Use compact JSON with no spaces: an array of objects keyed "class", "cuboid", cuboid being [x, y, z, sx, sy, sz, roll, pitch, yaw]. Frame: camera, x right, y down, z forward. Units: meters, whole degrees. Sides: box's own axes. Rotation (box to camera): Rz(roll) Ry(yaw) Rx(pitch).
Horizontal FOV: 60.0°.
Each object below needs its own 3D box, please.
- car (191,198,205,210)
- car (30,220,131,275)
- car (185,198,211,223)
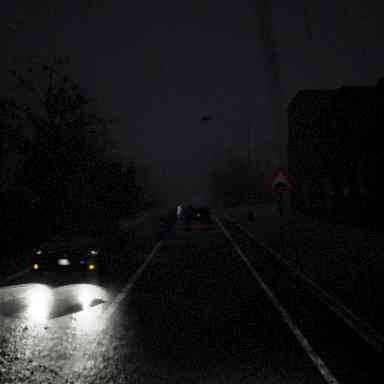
[{"class":"car","cuboid":[0.790,1.579,45.367,1.812,1.442,4.674,0,0,1]},{"class":"car","cuboid":[-3.199,1.573,10.358,1.994,1.385,4.181,0,0,1]},{"class":"car","cuboid":[0.491,1.505,26.254,1.882,1.535,5.008,0,0,1]}]
